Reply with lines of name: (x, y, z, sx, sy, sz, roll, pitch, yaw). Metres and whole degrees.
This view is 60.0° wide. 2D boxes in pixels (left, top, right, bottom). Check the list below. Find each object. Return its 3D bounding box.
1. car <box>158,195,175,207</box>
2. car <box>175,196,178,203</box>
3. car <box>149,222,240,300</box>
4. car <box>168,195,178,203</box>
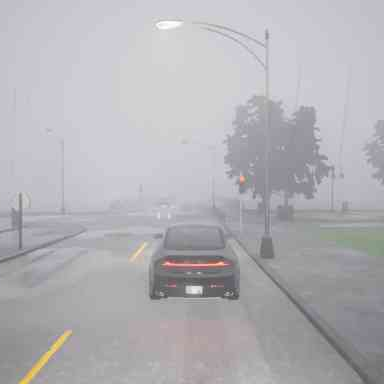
car: (-4.109, 1.505, 50.805, 1.837, 1.490, 4.892, 0, 0, 0)
car: (-4.087, 1.601, 60.199, 1.895, 1.301, 4.718, 0, 0, 0)
car: (0.058, 1.505, 8.372, 1.837, 1.490, 4.892, 0, 0, 0)
car: (-4.020, 1.500, 70.413, 1.837, 1.490, 4.892, 0, 0, 0)
